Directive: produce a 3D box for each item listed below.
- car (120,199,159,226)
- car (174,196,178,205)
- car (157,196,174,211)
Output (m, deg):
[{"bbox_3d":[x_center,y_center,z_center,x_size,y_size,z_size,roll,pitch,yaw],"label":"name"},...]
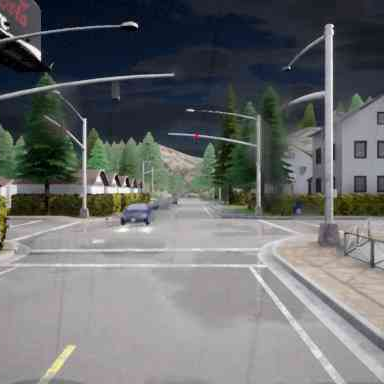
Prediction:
[{"bbox_3d":[-3.618,1.458,22.796,1.812,1.442,4.674,-1,0,0],"label":"car"},{"bbox_3d":[-3.505,1.496,59.304,2.128,1.511,4.902,0,0,0],"label":"car"},{"bbox_3d":[-3.598,1.506,40.011,1.837,1.490,4.892,0,0,0],"label":"car"}]
